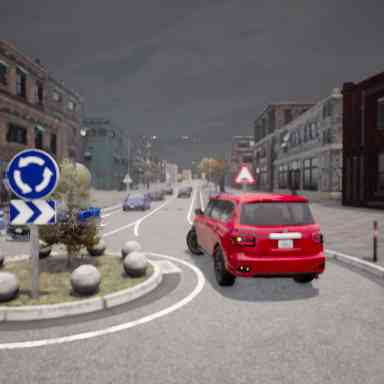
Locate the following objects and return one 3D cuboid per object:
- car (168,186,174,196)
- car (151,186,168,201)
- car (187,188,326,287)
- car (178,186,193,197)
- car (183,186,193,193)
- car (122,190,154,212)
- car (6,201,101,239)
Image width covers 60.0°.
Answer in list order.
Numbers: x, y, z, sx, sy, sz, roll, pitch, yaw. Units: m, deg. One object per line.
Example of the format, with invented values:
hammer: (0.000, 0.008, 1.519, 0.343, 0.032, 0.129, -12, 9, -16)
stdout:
car: (-4.140, -0.243, 55.427, 1.882, 1.535, 5.008, 0, 2, 2)
car: (-4.446, 0.339, 41.702, 1.837, 1.490, 4.892, 0, 2, 1)
car: (1.397, 1.041, 9.095, 2.150, 2.045, 5.566, 0, 1, -9)
car: (-1.104, -0.001, 50.703, 2.033, 1.411, 5.357, 0, 2, 1)
car: (-0.825, -0.627, 70.411, 1.812, 1.442, 4.674, 0, 2, 1)
car: (-4.724, 0.839, 28.822, 1.812, 1.442, 4.674, 0, 2, 1)
car: (-6.059, 1.158, 15.188, 1.882, 1.535, 5.008, 1, 1, 14)
